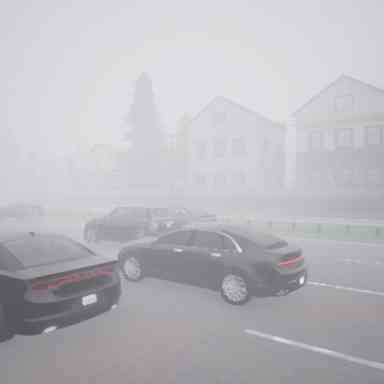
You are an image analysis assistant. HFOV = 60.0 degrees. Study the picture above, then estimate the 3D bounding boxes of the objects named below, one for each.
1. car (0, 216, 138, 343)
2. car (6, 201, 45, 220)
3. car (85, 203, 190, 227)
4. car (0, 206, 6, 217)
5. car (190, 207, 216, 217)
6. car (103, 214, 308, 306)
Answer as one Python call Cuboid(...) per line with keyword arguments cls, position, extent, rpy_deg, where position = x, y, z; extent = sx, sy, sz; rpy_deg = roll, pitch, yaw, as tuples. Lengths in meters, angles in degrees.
Cuboid(cls="car", position=(-3.570, 1.479, 6.515), extent=(5.008, 1.535, 1.882), rpy_deg=(0, 0, 36))
Cuboid(cls="car", position=(-13.831, 1.496, 26.748), extent=(4.902, 1.511, 2.128), rpy_deg=(0, 0, 36))
Cuboid(cls="car", position=(-2.659, 1.354, 14.476), extent=(4.553, 1.767, 2.097), rpy_deg=(0, 0, 36))
Cuboid(cls="car", position=(-15.636, 1.357, 23.735), extent=(4.553, 1.767, 2.097), rpy_deg=(0, 0, 36))
Cuboid(cls="car", position=(-0.961, 1.493, 17.565), extent=(4.902, 1.511, 2.128), rpy_deg=(0, 0, 36))
Cuboid(cls="car", position=(0.234, 1.507, 8.088), extent=(4.892, 1.490, 1.837), rpy_deg=(1, 0, 36))
